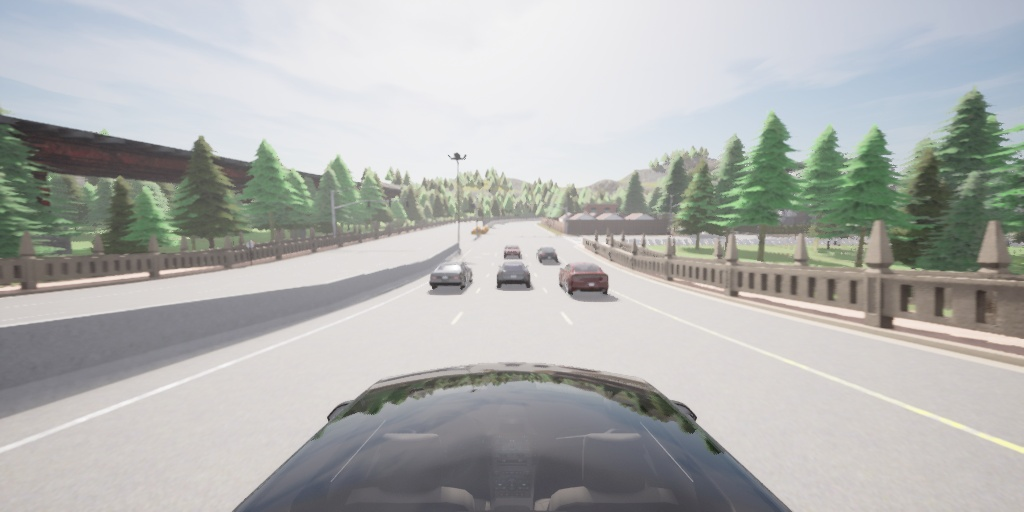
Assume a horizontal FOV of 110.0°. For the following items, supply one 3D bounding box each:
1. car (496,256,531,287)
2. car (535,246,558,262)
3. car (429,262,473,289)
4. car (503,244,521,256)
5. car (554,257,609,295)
[{"bbox_3d":[0.088,0.993,21.717,1.994,1.385,4.181,0,3,0],"label":"car"},{"bbox_3d":[3.532,-0.250,36.162,1.812,1.442,4.674,0,7,0],"label":"car"},{"bbox_3d":[-3.411,1.024,20.758,2.033,1.411,5.357,0,3,0],"label":"car"},{"bbox_3d":[0.010,-0.651,40.068,1.895,1.301,4.718,0,7,0],"label":"car"},{"bbox_3d":[3.590,1.046,18.646,1.882,1.535,5.008,0,2,0],"label":"car"}]
